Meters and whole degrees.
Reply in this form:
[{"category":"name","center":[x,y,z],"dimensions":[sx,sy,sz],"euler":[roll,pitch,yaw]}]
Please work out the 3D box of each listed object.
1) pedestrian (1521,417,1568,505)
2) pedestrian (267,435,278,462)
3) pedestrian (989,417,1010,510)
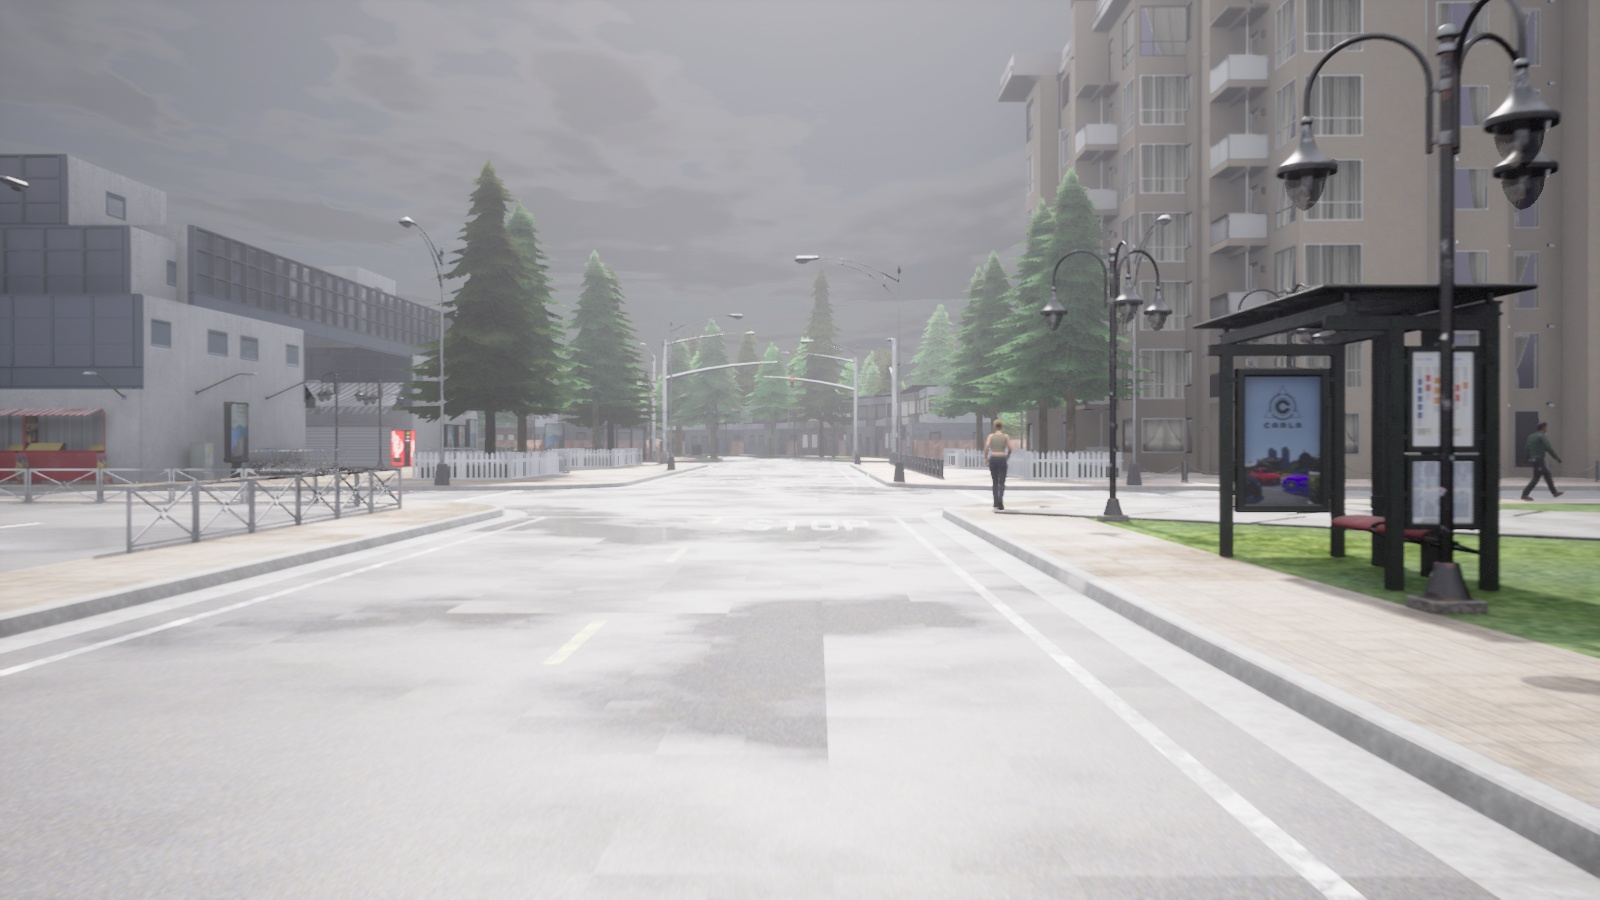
[{"category":"pedestrian","center":[16.614,0.237,28.040],"dimensions":[0.788,1.949,0.423],"euler":[0,0,0]},{"category":"pedestrian","center":[-35.741,-0.116,85.009],"dimensions":[0.594,1.836,0.345],"euler":[0,0,0]},{"category":"pedestrian","center":[4.012,0.263,25.288],"dimensions":[0.345,1.836,0.594],"euler":[0,0,16]}]
